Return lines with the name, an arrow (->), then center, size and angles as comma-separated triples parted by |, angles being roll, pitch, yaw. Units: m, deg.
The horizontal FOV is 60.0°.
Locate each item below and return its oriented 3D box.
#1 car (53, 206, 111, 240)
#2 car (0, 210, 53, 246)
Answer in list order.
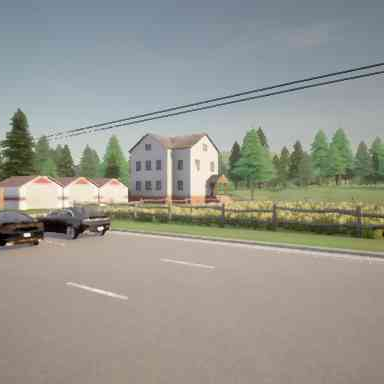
car -> -6.238, 1.492, 16.918 | 4.902, 1.511, 2.128 | 0, 0, 36
car -> -8.271, 1.482, 14.068 | 5.008, 1.535, 1.882 | 0, 0, 36
